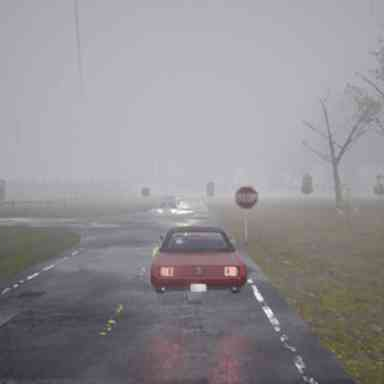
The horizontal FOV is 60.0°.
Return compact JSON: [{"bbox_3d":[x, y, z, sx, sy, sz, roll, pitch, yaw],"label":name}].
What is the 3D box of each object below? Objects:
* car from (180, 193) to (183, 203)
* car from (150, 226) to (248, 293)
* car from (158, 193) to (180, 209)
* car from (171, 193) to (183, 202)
[{"bbox_3d":[-2.694,0.984,49.152,1.882,1.535,5.008,0,1,1],"label":"car"},{"bbox_3d":[0.096,1.515,8.550,1.895,1.301,4.718,0,1,-1],"label":"car"},{"bbox_3d":[-2.734,1.120,38.614,1.837,1.490,4.892,0,0,0],"label":"car"},{"bbox_3d":[-2.627,0.903,59.508,1.837,1.490,4.892,0,1,1],"label":"car"}]
